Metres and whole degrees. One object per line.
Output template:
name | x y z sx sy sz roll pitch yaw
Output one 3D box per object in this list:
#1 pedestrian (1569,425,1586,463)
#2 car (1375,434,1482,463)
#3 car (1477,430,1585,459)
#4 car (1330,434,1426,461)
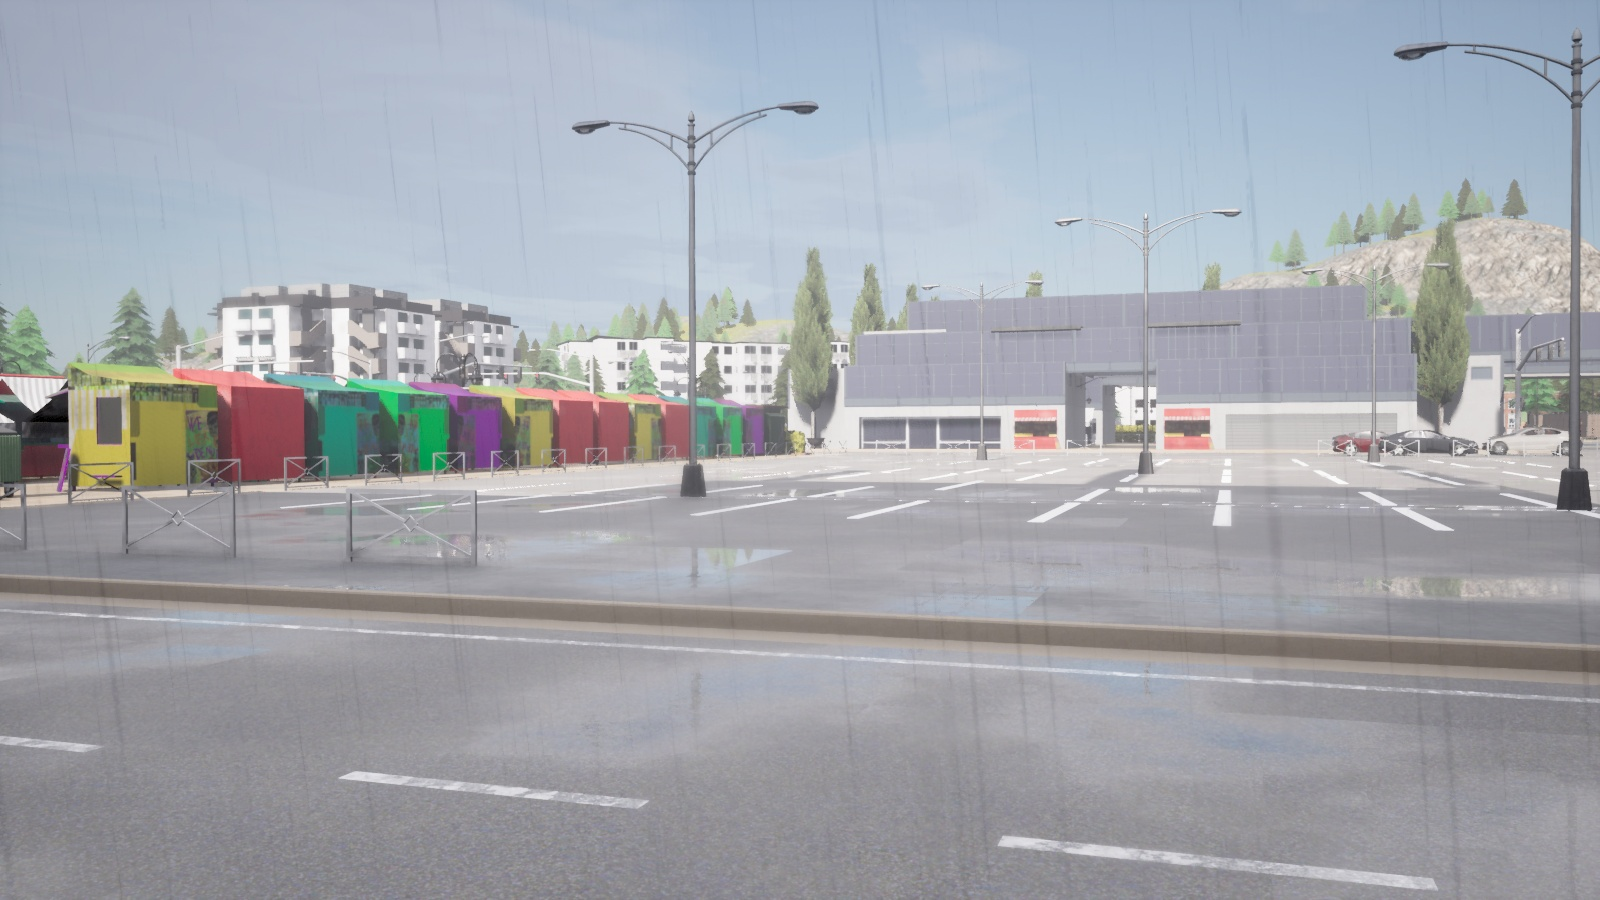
pedestrian | 38.297 -0.306 61.839 0.636 1.846 0.331 1 1 19
car | 33.860 -0.120 67.801 4.902 1.511 2.128 1 1 20
car | 42.021 -0.340 72.333 5.027 1.651 2.152 1 1 19
car | 32.991 -0.145 71.838 4.792 1.488 2.163 1 1 20
